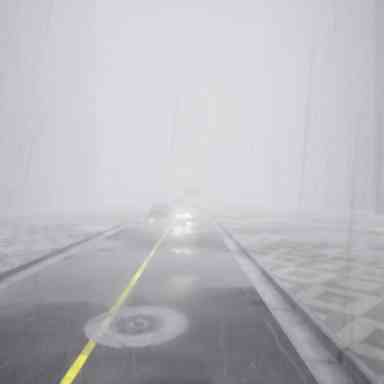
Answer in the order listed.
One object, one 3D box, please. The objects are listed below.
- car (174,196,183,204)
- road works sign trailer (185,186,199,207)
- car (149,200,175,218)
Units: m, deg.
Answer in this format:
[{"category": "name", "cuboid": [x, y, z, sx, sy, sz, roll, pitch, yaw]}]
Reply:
[{"category": "car", "cuboid": [-3.000, 1.773, 74.108, 2.097, 1.767, 4.553, 0, 0, 0]}, {"category": "road works sign trailer", "cuboid": [-0.001, 0.820, 58.103, 2.380, 3.560, 2.880, 0, 0, 0]}, {"category": "car", "cuboid": [-3.097, 1.735, 32.979, 2.033, 1.411, 5.357, 0, 0, 0]}]
